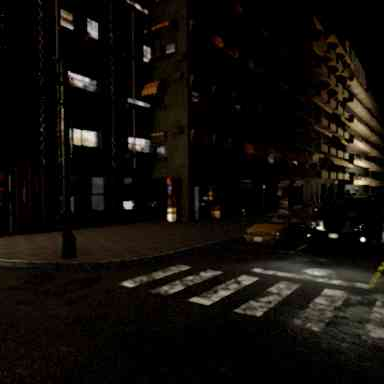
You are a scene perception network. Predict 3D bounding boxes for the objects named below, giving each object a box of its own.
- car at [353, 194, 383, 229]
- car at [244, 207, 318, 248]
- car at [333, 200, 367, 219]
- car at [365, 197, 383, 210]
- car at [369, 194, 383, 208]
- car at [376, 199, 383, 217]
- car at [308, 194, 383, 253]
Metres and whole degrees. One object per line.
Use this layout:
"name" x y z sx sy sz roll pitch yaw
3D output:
"car" 12.507 1.168 22.464 2.150 2.045 5.566 0 0 35
"car" 3.914 1.490 14.751 1.752 1.417 4.829 -1 -1 35
"car" 13.774 1.474 28.800 1.887 1.381 4.507 -1 -1 35
"car" 23.437 1.417 42.571 1.752 1.417 4.829 -1 0 35
"car" 26.786 1.193 47.348 2.192 1.841 5.009 -1 0 35
"car" 18.259 1.430 30.637 1.837 1.490 4.892 0 0 35
"car" 6.574 1.189 14.010 2.150 2.045 5.566 0 0 35
